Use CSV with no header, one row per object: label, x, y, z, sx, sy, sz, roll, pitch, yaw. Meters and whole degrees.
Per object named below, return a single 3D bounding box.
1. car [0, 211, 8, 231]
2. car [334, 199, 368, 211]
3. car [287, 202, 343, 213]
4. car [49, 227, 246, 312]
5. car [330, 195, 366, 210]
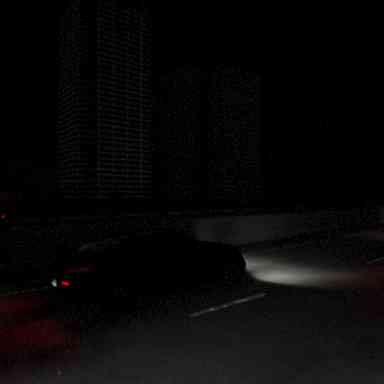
car,-12.048,1.405,17.004,4.553,1.767,2.097,0,0,-36
car,20.973,1.702,43.805,5.357,1.411,2.033,0,0,-39
car,9.101,1.688,25.006,4.718,1.301,1.895,0,0,-39
car,-0.802,1.552,7.758,4.674,1.442,1.812,0,0,-37
car,16.185,1.346,35.354,5.566,2.045,2.150,0,0,-39
